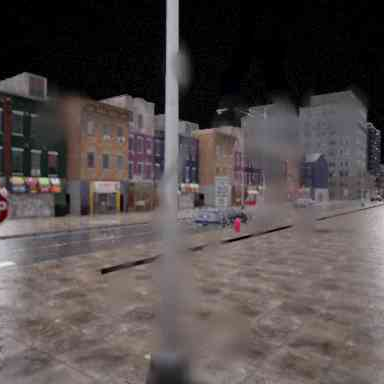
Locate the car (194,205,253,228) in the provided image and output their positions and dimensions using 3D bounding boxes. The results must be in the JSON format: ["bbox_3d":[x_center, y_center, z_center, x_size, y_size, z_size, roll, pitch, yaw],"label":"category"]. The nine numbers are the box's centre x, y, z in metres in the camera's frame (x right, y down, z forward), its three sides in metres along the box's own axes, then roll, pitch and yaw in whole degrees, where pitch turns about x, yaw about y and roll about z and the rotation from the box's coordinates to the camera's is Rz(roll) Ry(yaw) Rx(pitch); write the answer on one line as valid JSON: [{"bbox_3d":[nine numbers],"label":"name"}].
[{"bbox_3d":[2.262,1.580,22.719,2.033,1.411,5.357,1,0,36],"label":"car"}]

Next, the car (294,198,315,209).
[{"bbox_3d":[15.513,1.573,45.786,1.837,1.490,4.892,1,0,36],"label":"car"}]
